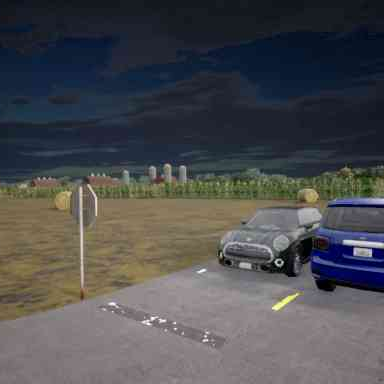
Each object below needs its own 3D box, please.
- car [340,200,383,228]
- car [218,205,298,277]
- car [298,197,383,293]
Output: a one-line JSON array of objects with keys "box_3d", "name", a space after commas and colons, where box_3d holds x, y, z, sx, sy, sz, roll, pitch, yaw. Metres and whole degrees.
[{"box_3d": [10.780, 1.270, 20.763, 1.812, 1.442, 4.674, 0, 1, 37], "name": "car"}, {"box_3d": [2.702, 1.245, 10.166, 2.097, 1.767, 4.553, 0, 1, 37], "name": "car"}, {"box_3d": [4.636, 1.130, 8.000, 2.150, 2.045, 5.566, 0, 1, 37], "name": "car"}]
